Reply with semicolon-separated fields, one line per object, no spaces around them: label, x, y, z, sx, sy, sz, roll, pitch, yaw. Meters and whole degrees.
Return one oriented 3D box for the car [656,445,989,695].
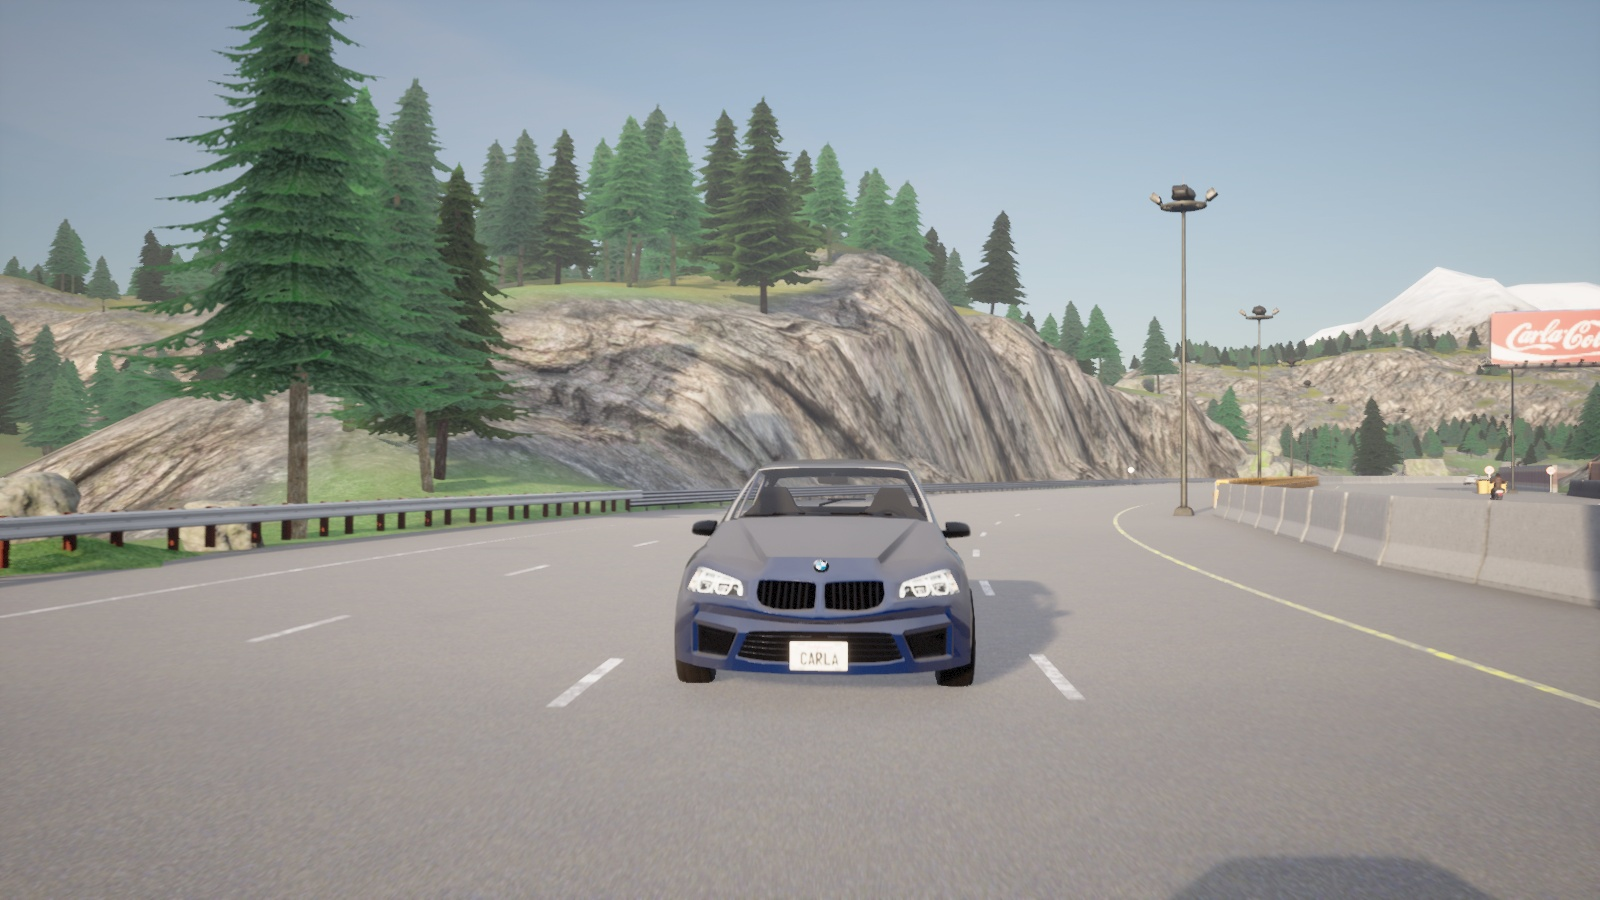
car;0.295;0.837;10.759;2.242;1.667;4.611;0;-1;4
